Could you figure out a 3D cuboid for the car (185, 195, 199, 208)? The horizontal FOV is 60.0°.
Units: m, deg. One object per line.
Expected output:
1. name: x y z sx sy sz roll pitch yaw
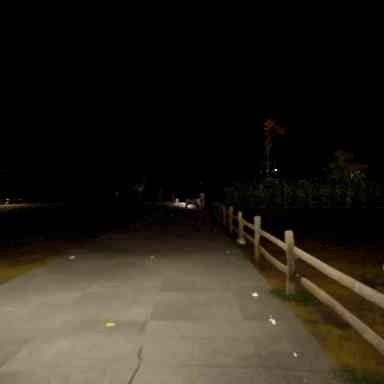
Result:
1. car: 0.007 1.481 54.759 2.150 2.045 5.566 0 -1 0
